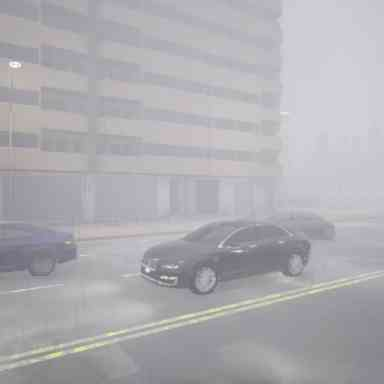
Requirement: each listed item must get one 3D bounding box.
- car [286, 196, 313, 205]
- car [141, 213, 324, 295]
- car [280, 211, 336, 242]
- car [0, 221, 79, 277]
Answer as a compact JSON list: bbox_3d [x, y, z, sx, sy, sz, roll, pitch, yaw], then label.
[{"bbox_3d":[18.689,1.449,57.914,1.837,1.490,4.892,0,0,-32],"label":"car"},{"bbox_3d":[1.057,1.505,8.763,4.892,1.490,1.837,0,0,-32],"label":"car"},{"bbox_3d":[4.574,1.564,15.112,4.181,1.385,1.994,0,0,-32],"label":"car"},{"bbox_3d":[-5.494,1.526,8.900,4.674,1.442,1.812,0,0,-29],"label":"car"}]
